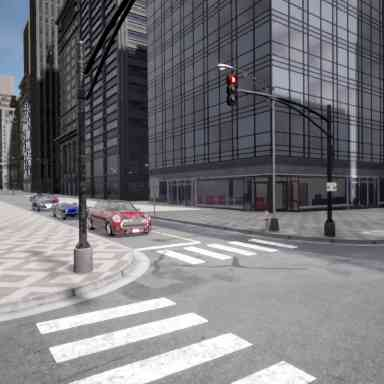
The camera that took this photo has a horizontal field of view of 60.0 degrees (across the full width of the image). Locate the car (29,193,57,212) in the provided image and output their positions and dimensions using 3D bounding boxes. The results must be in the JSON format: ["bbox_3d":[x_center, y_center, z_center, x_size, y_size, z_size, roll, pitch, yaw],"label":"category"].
[{"bbox_3d":[-15.425,1.178,34.668,2.128,1.511,4.902,-1,1,-34],"label":"car"}]

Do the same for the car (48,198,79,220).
[{"bbox_3d":[-9.607,1.389,26.075,1.895,1.301,4.718,-1,1,-34],"label":"car"}]

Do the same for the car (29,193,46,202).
[{"bbox_3d":[-26.096,0.882,56.060,1.837,1.490,4.892,-1,1,-34],"label":"car"}]

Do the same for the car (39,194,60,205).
[{"bbox_3d":[-20.547,1.062,47.892,1.994,1.385,4.181,-1,1,-34],"label":"car"}]

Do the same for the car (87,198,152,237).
[{"bbox_3d":[-3.933,1.234,17.692,2.097,1.767,4.553,-1,1,-34],"label":"car"}]

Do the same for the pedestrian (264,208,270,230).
[{"bbox_3d":[3.892,1.373,17.276,0.500,1.100,0.500,0,0,-34],"label":"pedestrian"}]
